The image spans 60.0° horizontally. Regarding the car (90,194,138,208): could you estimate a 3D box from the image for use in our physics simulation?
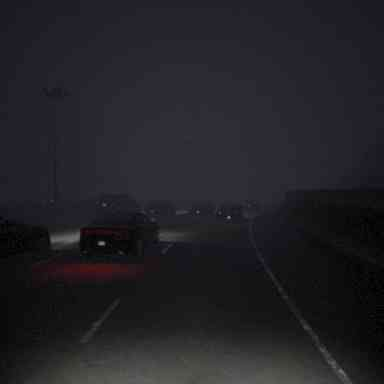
[{"bbox_3d":[-6.746,1.177,30.501,2.150,2.045,5.566,0,0,13],"label":"car"}]

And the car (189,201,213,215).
[{"bbox_3d":[1.125,1.571,33.211,1.895,1.301,4.718,0,0,14],"label":"car"}]

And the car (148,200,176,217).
[{"bbox_3d":[-2.887,1.455,31.471,2.128,1.511,4.902,0,0,14],"label":"car"}]

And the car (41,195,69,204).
[{"bbox_3d":[-19.905,1.263,48.870,2.097,1.767,4.553,0,0,19],"label":"car"}]

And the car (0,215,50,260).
[{"bbox_3d":[-6.324,1.468,10.474,2.128,1.511,4.902,0,0,4],"label":"car"}]

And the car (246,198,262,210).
[{"bbox_3d":[7.625,1.500,42.378,1.812,1.442,4.674,0,0,19],"label":"car"}]

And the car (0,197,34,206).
[{"bbox_3d":[-24.484,1.451,46.166,2.033,1.411,5.357,0,0,17],"label":"car"}]

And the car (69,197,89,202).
[{"bbox_3d":[-15.847,1.443,49.938,1.812,1.442,4.674,0,0,19],"label":"car"}]

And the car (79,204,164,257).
[{"bbox_3d":[-2.583,1.460,12.890,1.882,1.535,5.008,0,0,6],"label":"car"}]

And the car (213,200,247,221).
[{"bbox_3d":[3.184,1.582,26.779,1.895,1.301,4.718,0,0,12],"label":"car"}]
